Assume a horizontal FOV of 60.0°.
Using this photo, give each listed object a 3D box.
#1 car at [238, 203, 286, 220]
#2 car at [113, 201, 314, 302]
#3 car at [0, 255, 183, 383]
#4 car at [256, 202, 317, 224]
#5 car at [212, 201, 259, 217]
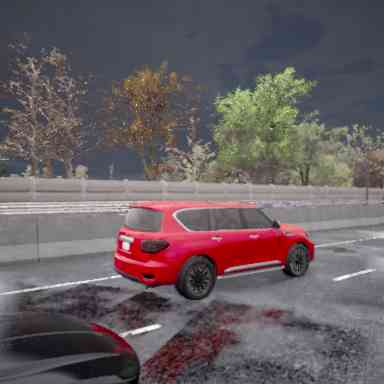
[{"bbox_3d":[6.339,1.692,30.007,4.181,1.385,1.994,0,0,-35],"label":"car"},{"bbox_3d":[0.782,1.250,8.606,5.566,2.045,2.150,0,0,-35],"label":"car"},{"bbox_3d":[-2.675,1.471,1.837,5.008,1.535,1.882,0,0,-36],"label":"car"},{"bbox_3d":[7.594,1.613,26.605,4.902,1.511,2.128,0,0,-35],"label":"car"},{"bbox_3d":[4.346,1.654,32.873,4.674,1.442,1.812,0,0,-36],"label":"car"}]
